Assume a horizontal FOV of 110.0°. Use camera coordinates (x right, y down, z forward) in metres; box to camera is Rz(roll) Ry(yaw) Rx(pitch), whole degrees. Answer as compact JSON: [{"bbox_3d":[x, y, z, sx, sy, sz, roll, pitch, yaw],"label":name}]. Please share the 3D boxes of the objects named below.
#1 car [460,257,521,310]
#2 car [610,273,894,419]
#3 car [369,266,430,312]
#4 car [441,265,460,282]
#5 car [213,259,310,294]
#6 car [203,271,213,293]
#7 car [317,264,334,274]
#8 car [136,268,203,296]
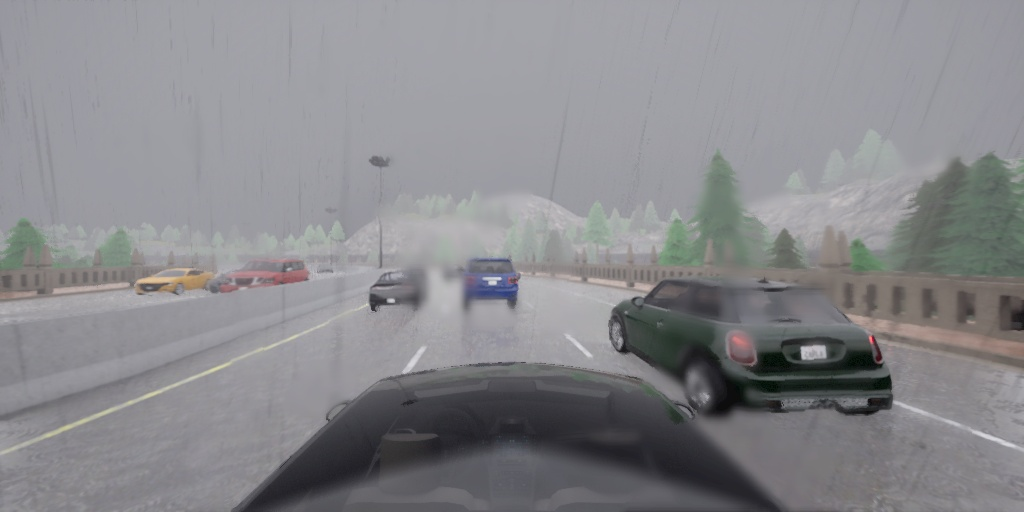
[{"bbox_3d":[-1.079,1.088,15.676,2.150,2.045,5.566,0,-1,-8],"label":"car"},{"bbox_3d":[3.282,1.122,6.136,2.097,1.767,4.553,0,0,-3],"label":"car"},{"bbox_3d":[-4.550,1.368,14.954,2.128,1.511,4.902,0,-1,-8],"label":"car"},{"bbox_3d":[-5.411,1.575,33.442,1.812,1.442,4.674,0,-1,-18],"label":"car"},{"bbox_3d":[-12.418,1.171,18.595,2.150,2.045,5.566,0,-1,-11],"label":"car"},{"bbox_3d":[-16.964,1.577,22.658,1.994,1.385,4.181,0,-1,-14],"label":"car"},{"bbox_3d":[-29.622,1.996,56.889,1.837,1.490,4.892,0,-1,-36],"label":"car"},{"bbox_3d":[-20.362,1.504,21.946,1.882,1.535,5.008,0,-1,-15],"label":"car"}]
